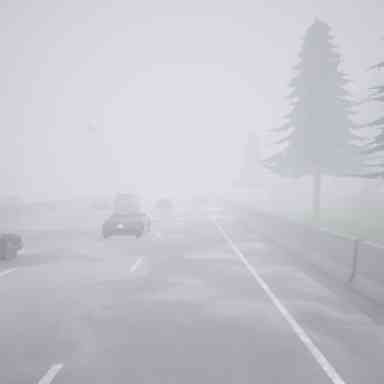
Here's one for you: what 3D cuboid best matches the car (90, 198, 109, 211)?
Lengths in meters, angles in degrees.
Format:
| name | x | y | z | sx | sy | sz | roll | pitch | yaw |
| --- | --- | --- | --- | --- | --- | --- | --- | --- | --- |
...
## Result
| name | x | y | z | sx | sy | sz | roll | pitch | yaw |
| --- | --- | --- | --- | --- | --- | --- | --- | --- | --- |
| car | -10.412 | 1.430 | 38.892 | 1.994 | 1.385 | 4.181 | 0 | 1 | 0 |

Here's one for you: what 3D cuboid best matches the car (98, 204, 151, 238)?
| name | x | y | z | sx | sy | sz | roll | pitch | yaw |
| --- | --- | --- | --- | --- | --- | --- | --- | --- | --- |
| car | -3.406 | 1.588 | 17.838 | 1.994 | 1.385 | 4.181 | 0 | 0 | 0 |

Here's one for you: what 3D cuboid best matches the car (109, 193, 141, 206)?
| name | x | y | z | sx | sy | sz | roll | pitch | yaw |
| --- | --- | --- | --- | --- | --- | --- | --- | --- | --- |
| car | -6.912 | 1.129 | 35.594 | 2.150 | 2.045 | 5.566 | 0 | 1 | 0 |

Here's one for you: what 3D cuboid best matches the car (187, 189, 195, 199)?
| name | x | y | z | sx | sy | sz | roll | pitch | yaw |
| --- | --- | --- | --- | --- | --- | --- | --- | --- | --- |
| car | -0.023 | 0.689 | 73.446 | 1.812 | 1.442 | 4.674 | 0 | 1 | 0 |

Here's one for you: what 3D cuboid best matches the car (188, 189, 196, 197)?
| name | x | y | z | sx | sy | sz | roll | pitch | yaw |
| --- | --- | --- | --- | --- | --- | --- | --- | --- | --- |
| car | -0.027 | 0.175 | 87.843 | 2.150 | 2.045 | 5.566 | 0 | 1 | 0 |

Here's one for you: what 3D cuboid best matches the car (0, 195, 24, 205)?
| name | x | y | z | sx | sy | sz | roll | pitch | yaw |
| --- | --- | --- | --- | --- | --- | --- | --- | --- | --- |
| car | -21.083 | 1.228 | 37.854 | 2.097 | 1.767 | 4.553 | 0 | 1 | 0 |

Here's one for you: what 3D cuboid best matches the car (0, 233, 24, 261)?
| name | x | y | z | sx | sy | sz | roll | pitch | yaw |
| --- | --- | --- | --- | --- | --- | --- | --- | --- | --- |
| car | -6.904 | 1.577 | 9.380 | 2.033 | 1.411 | 5.357 | 0 | 0 | 0 |

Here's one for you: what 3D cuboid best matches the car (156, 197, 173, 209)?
| name | x | y | z | sx | sy | sz | roll | pitch | yaw |
| --- | --- | --- | --- | --- | --- | --- | --- | --- | --- |
| car | -3.414 | 1.319 | 41.951 | 2.128 | 1.511 | 4.902 | 0 | 1 | 0 |

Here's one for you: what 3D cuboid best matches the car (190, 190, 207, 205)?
| name | x | y | z | sx | sy | sz | roll | pitch | yaw |
| --- | --- | --- | --- | --- | --- | --- | --- | --- | --- |
| car | 1.209 | 1.022 | 51.863 | 2.097 | 1.767 | 4.553 | 0 | 1 | 0 |
